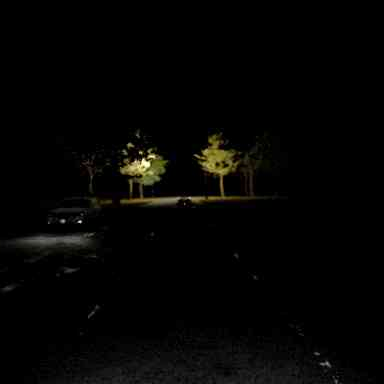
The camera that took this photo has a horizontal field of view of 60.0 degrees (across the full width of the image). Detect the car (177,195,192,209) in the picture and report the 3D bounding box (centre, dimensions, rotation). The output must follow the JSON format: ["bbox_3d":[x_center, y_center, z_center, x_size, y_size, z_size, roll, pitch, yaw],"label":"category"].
[{"bbox_3d":[-0.988,1.472,44.709,1.994,1.385,4.181,-1,0,-1],"label":"car"}]

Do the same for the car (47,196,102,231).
[{"bbox_3d":[-7.466,1.312,21.804,2.150,2.045,5.566,-1,0,-2],"label":"car"}]
